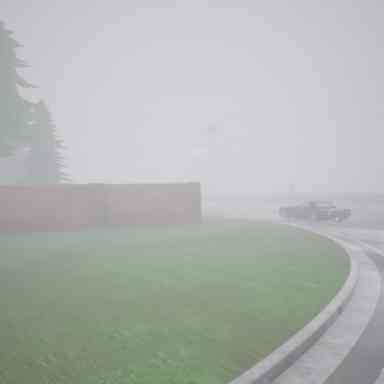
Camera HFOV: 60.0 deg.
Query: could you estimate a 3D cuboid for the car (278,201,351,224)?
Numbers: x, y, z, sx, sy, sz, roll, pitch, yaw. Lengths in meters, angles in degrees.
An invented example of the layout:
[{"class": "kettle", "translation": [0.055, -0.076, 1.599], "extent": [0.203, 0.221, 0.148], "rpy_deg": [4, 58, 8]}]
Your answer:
[{"class": "car", "translation": [7.512, 1.221, 21.027], "extent": [1.895, 1.301, 4.718], "rpy_deg": [-1, 1, -20]}]
